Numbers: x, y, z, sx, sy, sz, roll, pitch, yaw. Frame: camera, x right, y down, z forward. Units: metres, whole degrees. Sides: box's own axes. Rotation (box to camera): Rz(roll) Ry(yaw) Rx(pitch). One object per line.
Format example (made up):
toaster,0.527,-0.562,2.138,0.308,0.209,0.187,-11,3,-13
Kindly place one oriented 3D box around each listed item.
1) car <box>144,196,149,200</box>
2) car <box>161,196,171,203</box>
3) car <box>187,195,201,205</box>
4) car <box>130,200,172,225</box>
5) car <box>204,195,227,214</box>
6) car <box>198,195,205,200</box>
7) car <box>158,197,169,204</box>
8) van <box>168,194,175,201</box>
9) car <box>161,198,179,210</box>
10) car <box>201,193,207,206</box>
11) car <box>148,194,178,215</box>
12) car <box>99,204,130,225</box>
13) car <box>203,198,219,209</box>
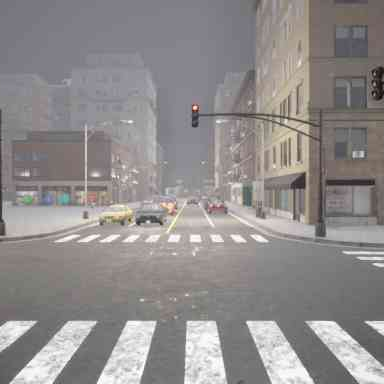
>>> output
car,-5.375,1.553,41.033,2.008,1.369,4.403,0,0,0
car,-5.365,1.530,69.173,1.752,1.417,4.829,0,0,0
car,0.123,1.604,57.395,1.895,1.301,4.718,0,0,0
car,-2.841,1.548,24.159,2.033,1.411,5.357,0,0,0
car,2.648,1.441,35.368,1.967,1.590,4.097,0,0,0
car,2.668,1.575,91.987,1.947,1.339,4.313,0,0,0
car,-5.367,1.586,63.681,1.802,1.307,4.206,0,0,0
van,-5.359,1.349,86.328,1.690,1.788,3.998,0,0,0
car,-2.831,1.550,44.216,2.033,1.411,5.357,0,0,0
car,2.650,1.317,41.030,2.192,1.841,5.009,0,0,0
car,-2.841,1.353,33.808,2.097,1.767,4.553,0,0,0
car,-5.381,1.526,23.877,1.752,1.417,4.829,0,0,0
car,2.652,1.568,46.692,1.947,1.339,4.313,0,0,0
